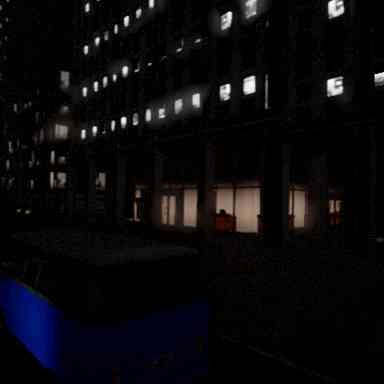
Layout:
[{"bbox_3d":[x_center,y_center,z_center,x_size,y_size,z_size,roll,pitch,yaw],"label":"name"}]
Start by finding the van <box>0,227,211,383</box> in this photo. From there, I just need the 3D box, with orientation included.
[{"bbox_3d":[-1.550,1.483,4.722,1.690,1.788,3.998,2,-2,-43],"label":"van"}]
